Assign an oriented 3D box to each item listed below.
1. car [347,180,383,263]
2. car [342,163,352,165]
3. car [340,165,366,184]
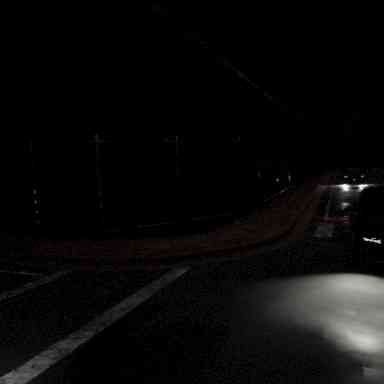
[{"bbox_3d":[5.041,0.657,8.404,1.837,1.490,4.892,-1,5,24],"label":"car"},{"bbox_3d":[25.426,-3.977,54.519,1.837,1.490,4.892,-1,5,24],"label":"car"},{"bbox_3d":[15.367,-1.588,31.718,1.812,1.442,4.674,-1,5,24],"label":"car"}]
